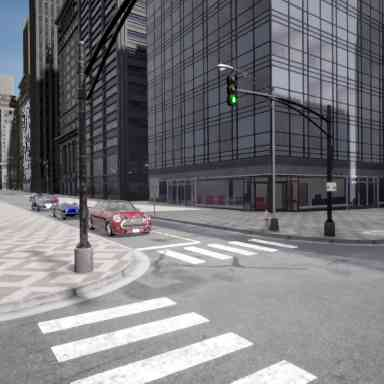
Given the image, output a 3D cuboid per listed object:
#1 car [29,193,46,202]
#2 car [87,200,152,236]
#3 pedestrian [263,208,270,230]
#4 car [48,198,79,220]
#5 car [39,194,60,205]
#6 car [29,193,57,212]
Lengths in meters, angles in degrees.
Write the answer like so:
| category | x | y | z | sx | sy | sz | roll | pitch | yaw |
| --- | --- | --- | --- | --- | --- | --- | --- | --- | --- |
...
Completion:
| category | x | y | z | sx | sy | sz | roll | pitch | yaw |
| --- | --- | --- | --- | --- | --- | --- | --- | --- | --- |
| car | -26.145 | 0.885 | 56.046 | 1.837 | 1.490 | 4.892 | -1 | 1 | -34 |
| car | -3.931 | 1.234 | 17.708 | 2.097 | 1.767 | 4.553 | -1 | 1 | -34 |
| pedestrian | 3.894 | 1.374 | 17.302 | 0.500 | 1.100 | 0.500 | 0 | 0 | -34 |
| car | -9.616 | 1.390 | 26.083 | 1.895 | 1.301 | 4.718 | -1 | 1 | -34 |
| car | -20.585 | 1.064 | 47.886 | 1.994 | 1.385 | 4.181 | -1 | 1 | -34 |
| car | -15.446 | 1.180 | 34.669 | 2.128 | 1.511 | 4.902 | -1 | 1 | -34 |
